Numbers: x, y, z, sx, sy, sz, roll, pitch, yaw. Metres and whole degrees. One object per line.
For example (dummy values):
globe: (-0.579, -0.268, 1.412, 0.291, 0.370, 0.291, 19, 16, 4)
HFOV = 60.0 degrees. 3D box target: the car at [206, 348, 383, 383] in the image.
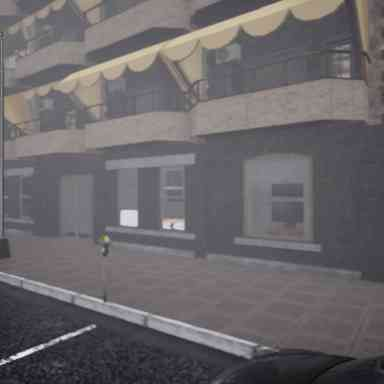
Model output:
car: (1.822, 1.563, 1.575, 4.313, 1.339, 1.947, 0, 0, 35)
